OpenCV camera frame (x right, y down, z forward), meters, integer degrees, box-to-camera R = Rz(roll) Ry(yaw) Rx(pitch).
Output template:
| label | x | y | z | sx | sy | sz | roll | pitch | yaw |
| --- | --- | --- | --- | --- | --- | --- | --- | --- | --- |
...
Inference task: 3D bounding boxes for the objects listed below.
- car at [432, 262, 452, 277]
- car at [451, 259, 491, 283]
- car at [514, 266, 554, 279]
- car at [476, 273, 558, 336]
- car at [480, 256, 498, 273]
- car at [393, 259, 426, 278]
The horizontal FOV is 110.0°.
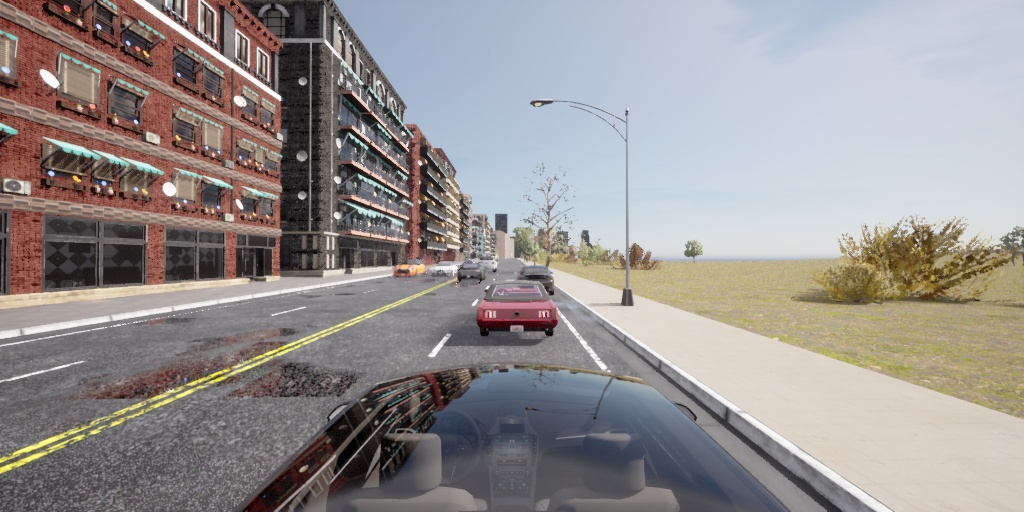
| label | x | y | z | sx | sy | sz | roll | pitch | yaw |
| --- | --- | --- | --- | --- | --- | --- | --- | --- | --- |
| car | -6.476 | 1.277 | 34.898 | 1.812 | 1.442 | 4.674 | 0 | 0 | 0 |
| car | -3.052 | 1.243 | 27.849 | 2.128 | 1.511 | 4.902 | 0 | 0 | 0 |
| car | 1.204 | 1.257 | 19.523 | 1.837 | 1.490 | 4.892 | 0 | 0 | 0 |
| car | 0.131 | 1.352 | 10.323 | 1.895 | 1.301 | 4.718 | 0 | 0 | 0 |
| car | -2.991 | 0.974 | 44.697 | 2.150 | 2.045 | 5.566 | 0 | 0 | 0 |
| car | -9.728 | 1.104 | 34.288 | 2.097 | 1.767 | 4.553 | 0 | 0 | 0 |
